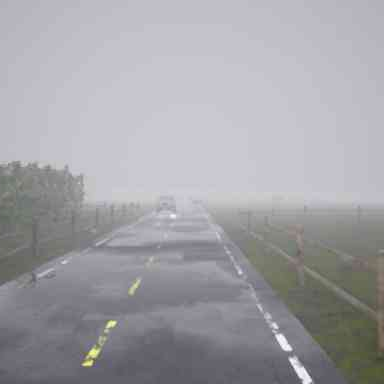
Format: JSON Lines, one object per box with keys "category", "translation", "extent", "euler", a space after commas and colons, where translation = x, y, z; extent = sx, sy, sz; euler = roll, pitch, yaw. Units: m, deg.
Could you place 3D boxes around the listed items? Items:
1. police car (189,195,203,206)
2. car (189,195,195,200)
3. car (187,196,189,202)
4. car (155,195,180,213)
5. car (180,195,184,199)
{"category": "police car", "translation": [0.942, 1.585, 59.744], "extent": [1.930, 1.638, 5.238], "euler": [0, 0, 0]}
{"category": "car", "translation": [-0.031, 1.576, 95.185], "extent": [1.812, 1.442, 4.674], "euler": [0, 0, 0]}
{"category": "car", "translation": [-0.026, 1.572, 78.806], "extent": [1.837, 1.490, 4.892], "euler": [0, 0, 0]}
{"category": "car", "translation": [-2.857, 1.326, 38.024], "extent": [2.150, 2.045, 5.566], "euler": [0, 0, 0]}
{"category": "car", "translation": [-2.776, 1.343, 79.127], "extent": [1.812, 1.442, 4.674], "euler": [0, 0, 0]}
